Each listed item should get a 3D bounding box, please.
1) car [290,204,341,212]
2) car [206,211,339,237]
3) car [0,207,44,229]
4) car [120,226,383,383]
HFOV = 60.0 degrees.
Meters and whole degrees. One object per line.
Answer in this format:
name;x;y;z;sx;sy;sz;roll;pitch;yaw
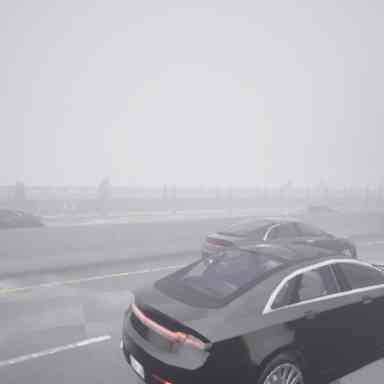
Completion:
car;6.898;1.462;19.702;4.674;1.442;1.812;0;0;-24
car;2.559;1.472;9.282;4.892;1.490;1.837;0;0;-31
car;-9.124;1.420;14.499;4.892;1.490;1.837;0;0;-34
car;1.505;1.475;4.544;4.902;1.511;2.128;0;0;-33
